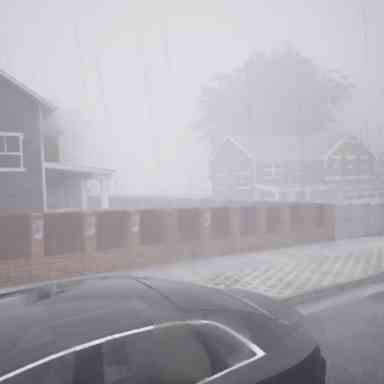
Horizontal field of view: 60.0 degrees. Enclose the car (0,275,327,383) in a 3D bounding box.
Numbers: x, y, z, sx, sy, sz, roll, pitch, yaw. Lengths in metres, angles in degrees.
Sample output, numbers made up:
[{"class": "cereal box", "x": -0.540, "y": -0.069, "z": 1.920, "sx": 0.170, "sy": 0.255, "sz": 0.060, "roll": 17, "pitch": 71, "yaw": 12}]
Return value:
[{"class": "car", "x": -1.122, "y": 1.496, "z": 2.155, "sx": 4.892, "sy": 1.490, "sz": 1.837, "roll": -1, "pitch": 1, "yaw": -35}]
